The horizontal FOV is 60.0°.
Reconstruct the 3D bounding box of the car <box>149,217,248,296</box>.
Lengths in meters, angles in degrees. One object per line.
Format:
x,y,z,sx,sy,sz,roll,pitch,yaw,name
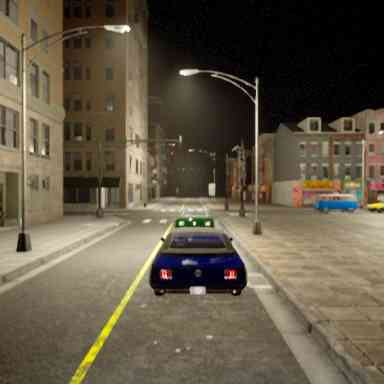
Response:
0.121,1.548,8.452,1.895,1.301,4.718,0,0,0,car

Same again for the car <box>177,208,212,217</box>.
0.147,1.491,17.707,1.895,1.301,4.718,0,0,1,car

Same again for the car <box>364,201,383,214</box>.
19.266,1.319,32.155,4.829,1.417,1.752,0,0,0,car

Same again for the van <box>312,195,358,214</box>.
13.824,1.138,32.177,3.998,1.788,1.690,0,0,0,van
